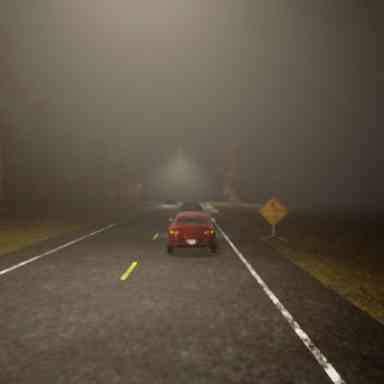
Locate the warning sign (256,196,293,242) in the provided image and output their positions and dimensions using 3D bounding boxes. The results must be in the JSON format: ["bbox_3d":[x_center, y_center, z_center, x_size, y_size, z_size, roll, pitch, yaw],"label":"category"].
[{"bbox_3d":[3.497,1.107,14.234,1.300,1.860,1.060,0,0,0],"label":"warning sign"}]

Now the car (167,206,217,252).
[{"bbox_3d":[-0.004,1.518,13.669,1.812,1.442,4.674,0,0,0],"label":"car"}]

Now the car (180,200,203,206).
[{"bbox_3d":[-0.067,1.463,29.153,1.882,1.535,5.008,0,0,0],"label":"car"}]

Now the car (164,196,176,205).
[{"bbox_3d":[-3.800,1.470,58.763,2.128,1.511,4.902,0,0,0],"label":"car"}]
